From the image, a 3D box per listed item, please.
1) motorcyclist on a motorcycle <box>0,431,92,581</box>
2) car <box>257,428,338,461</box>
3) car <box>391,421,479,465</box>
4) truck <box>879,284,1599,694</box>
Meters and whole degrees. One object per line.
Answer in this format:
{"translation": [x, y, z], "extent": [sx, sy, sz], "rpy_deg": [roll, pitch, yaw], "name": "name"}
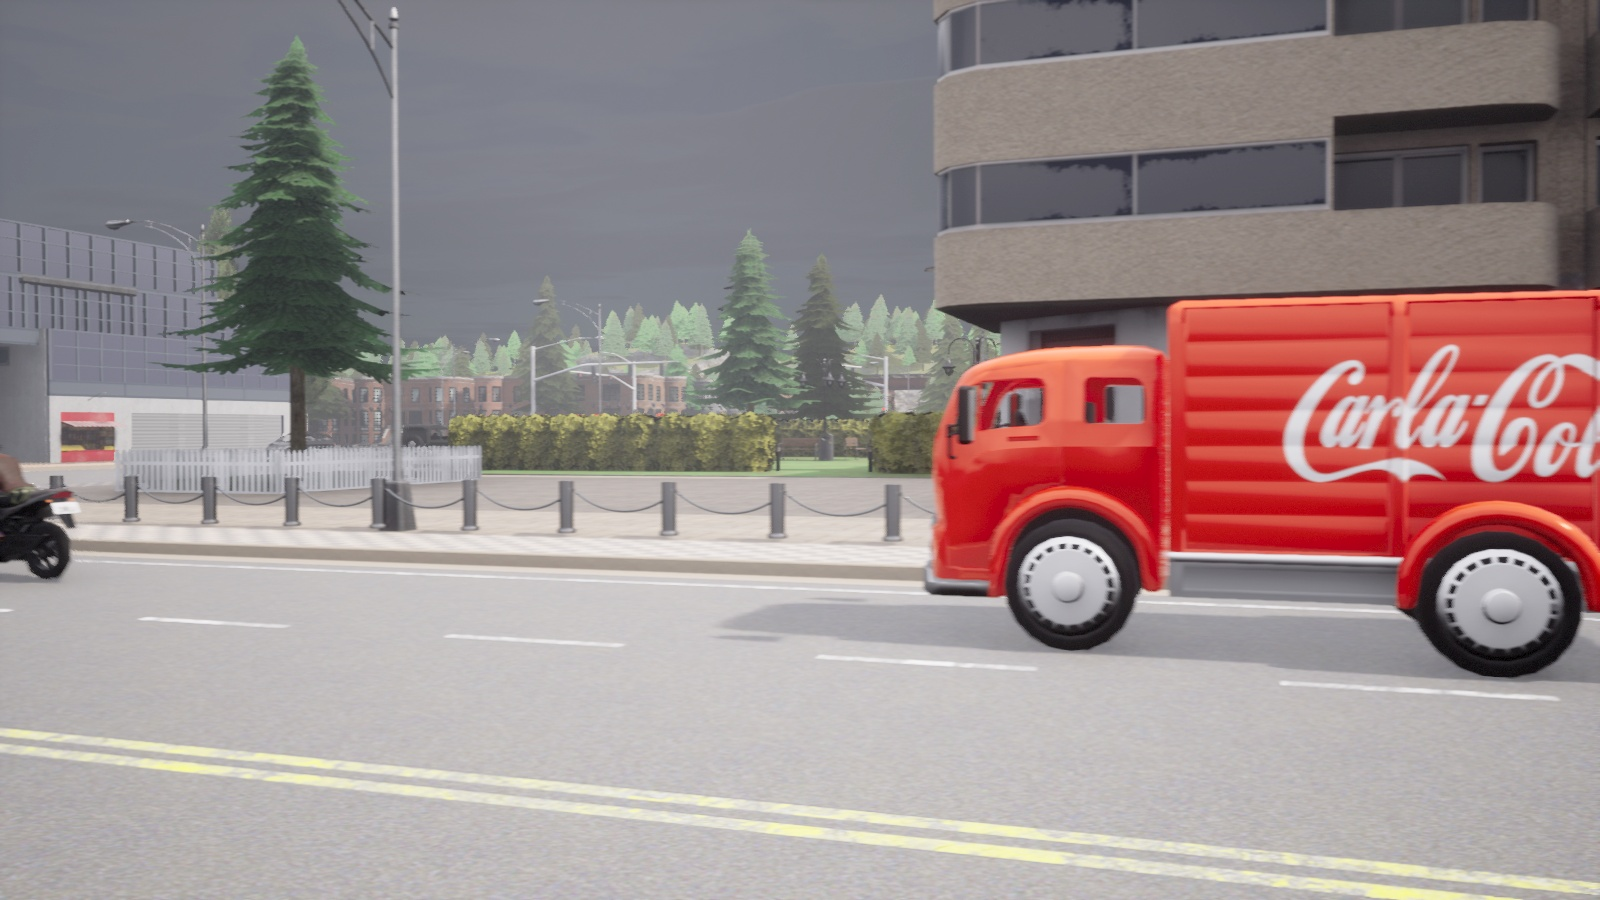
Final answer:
{"translation": [-8.757, 0.559, 13.524], "extent": [2.044, 1.523, 0.797], "rpy_deg": [1, 1, 19], "name": "motorcyclist on a motorcycle"}
{"translation": [-25.105, -0.296, 62.865], "extent": [1.789, 1.549, 3.705], "rpy_deg": [1, 1, 19], "name": "car"}
{"translation": [-16.291, -0.338, 56.163], "extent": [1.905, 1.878, 3.866], "rpy_deg": [1, 1, 19], "name": "car"}
{"translation": [3.456, 0.202, 9.408], "extent": [5.204, 2.467, 2.627], "rpy_deg": [1, 1, 19], "name": "truck"}
